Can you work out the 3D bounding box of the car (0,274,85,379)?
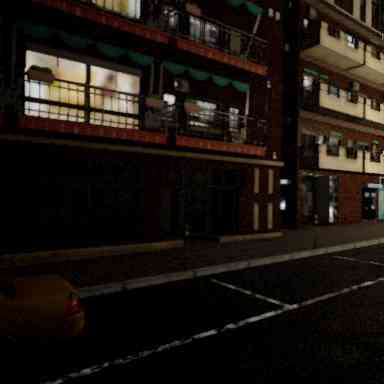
[{"bbox_3d":[-3.795,1.524,3.838,4.829,1.417,1.752,0,1,-36],"label":"car"}]
